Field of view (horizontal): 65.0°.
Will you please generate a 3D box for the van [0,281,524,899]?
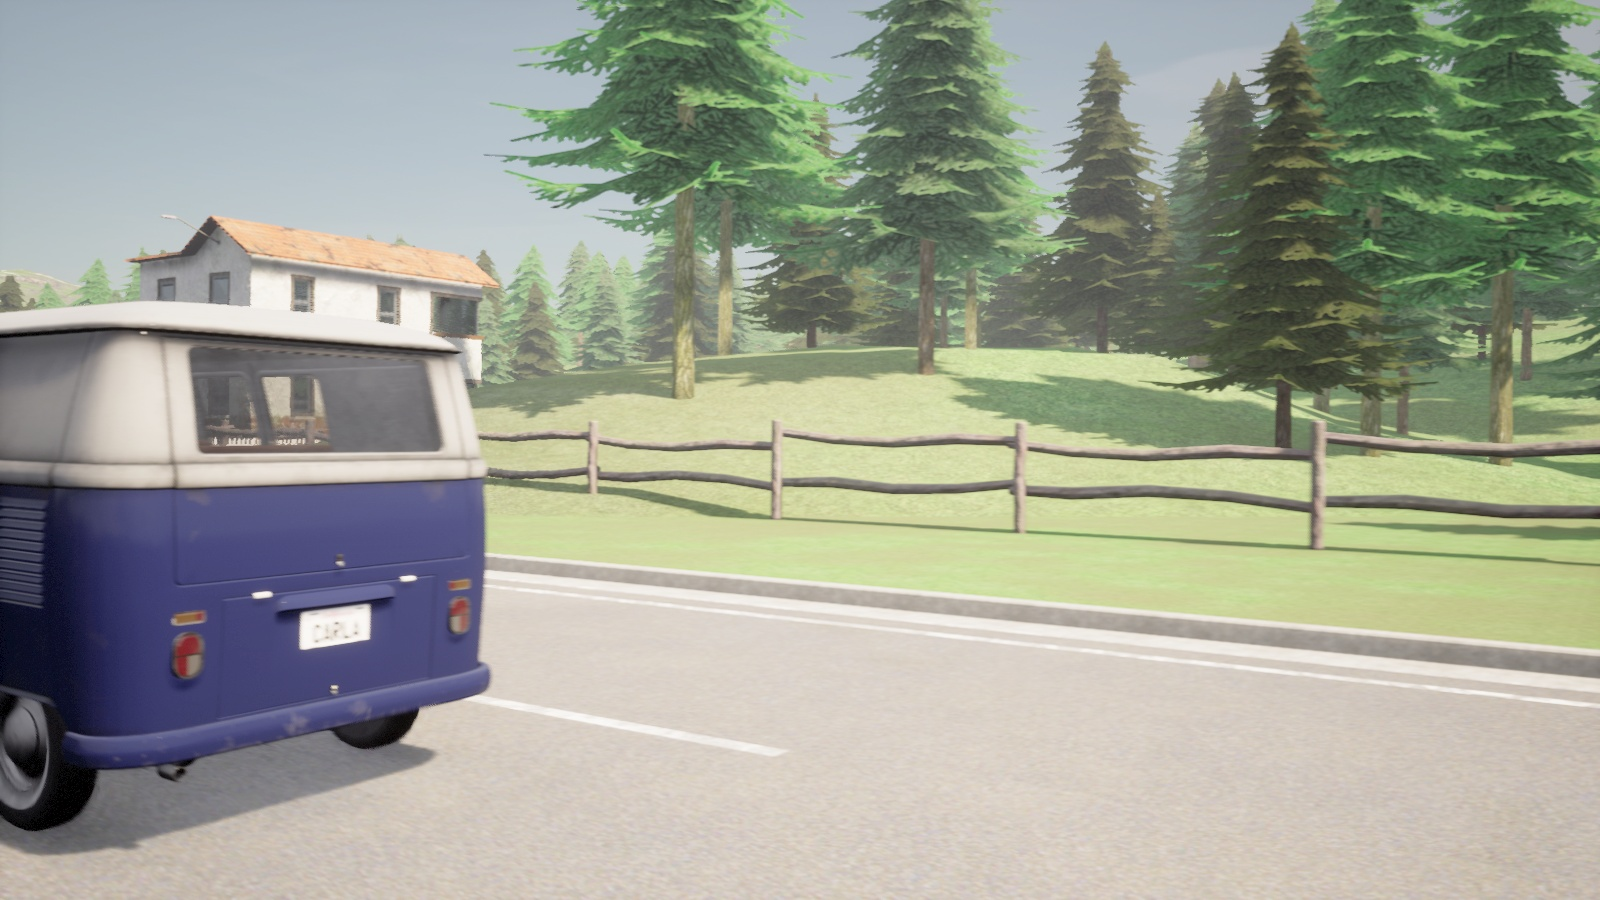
[{"bbox_3d":[-3.558,0.435,5.983,4.442,1.987,1.775,0,1,34],"label":"van"}]
